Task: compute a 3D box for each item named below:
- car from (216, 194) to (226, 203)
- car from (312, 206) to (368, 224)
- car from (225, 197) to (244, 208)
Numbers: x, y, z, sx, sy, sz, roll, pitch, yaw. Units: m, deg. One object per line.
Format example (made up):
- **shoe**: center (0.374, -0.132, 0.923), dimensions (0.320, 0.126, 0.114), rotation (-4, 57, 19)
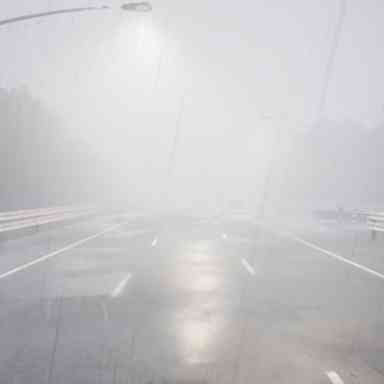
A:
- **car**: center (7.027, 1.558, 79.391), dimensions (2.150, 2.045, 5.566), rotation (0, 0, 0)
- **car**: center (11.875, 1.747, 26.899), dimensions (1.895, 1.301, 4.718), rotation (0, 0, -17)
- **car**: center (6.957, 1.809, 53.098), dimensions (1.895, 1.301, 4.718), rotation (0, 0, -3)
